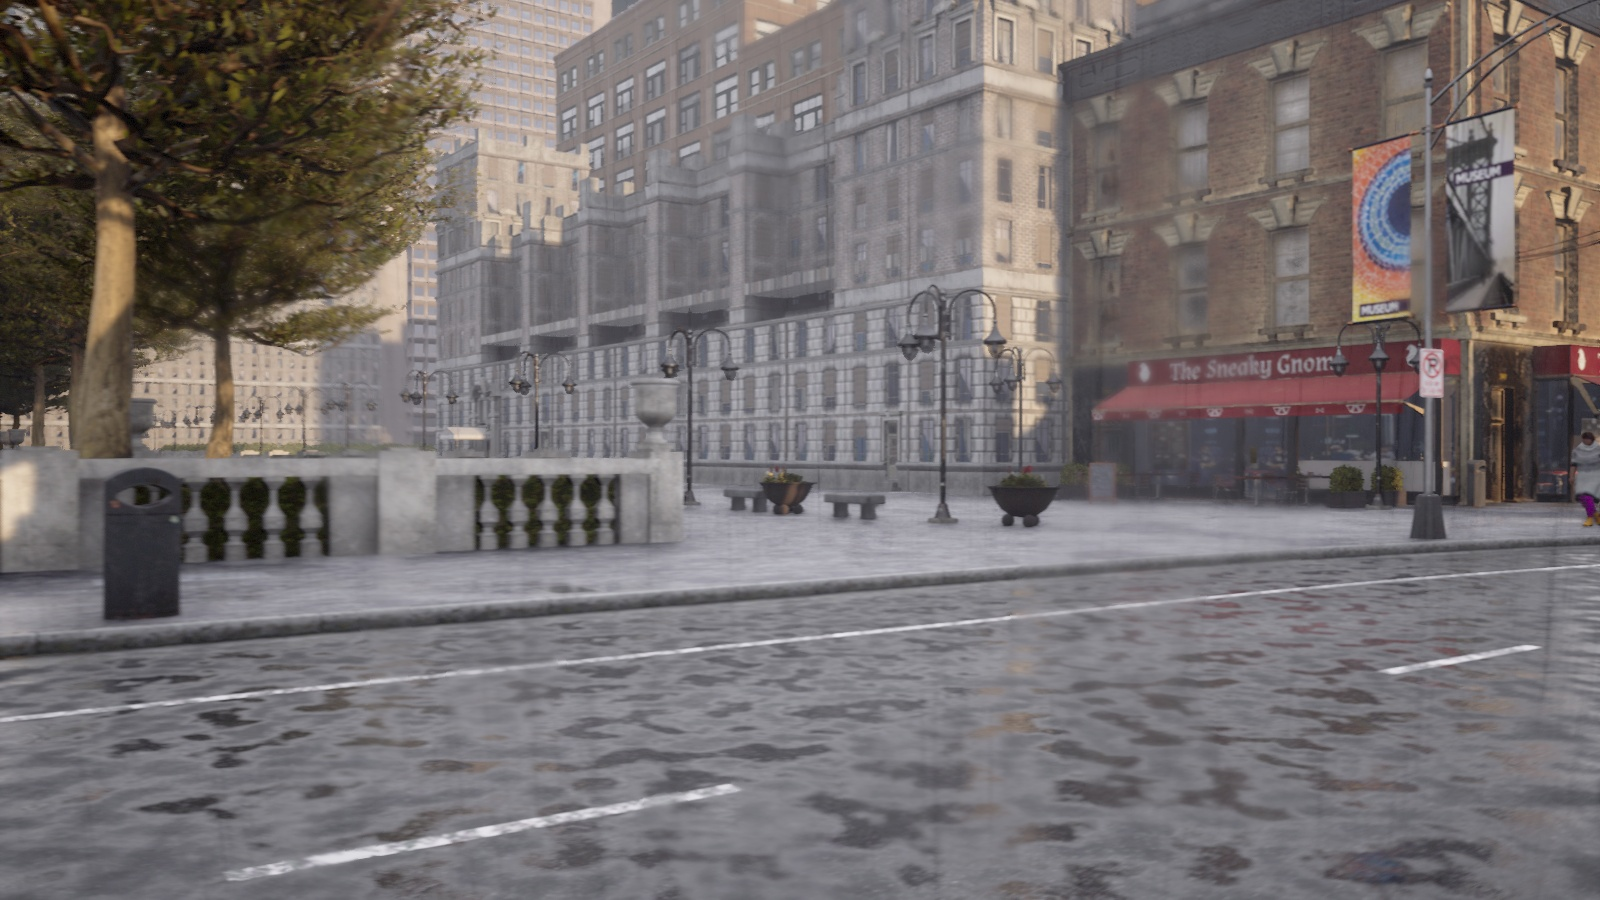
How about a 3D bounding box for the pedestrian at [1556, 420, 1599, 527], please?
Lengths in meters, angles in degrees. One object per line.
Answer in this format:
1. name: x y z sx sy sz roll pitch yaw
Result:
1. pedestrian: 14.692 0.428 23.417 0.873 1.952 0.659 0 0 -28
